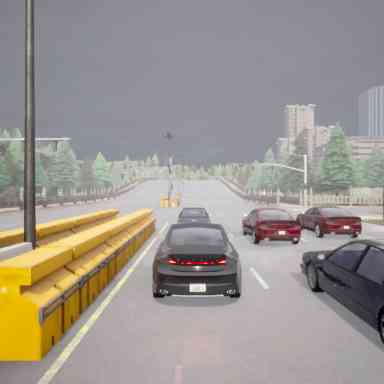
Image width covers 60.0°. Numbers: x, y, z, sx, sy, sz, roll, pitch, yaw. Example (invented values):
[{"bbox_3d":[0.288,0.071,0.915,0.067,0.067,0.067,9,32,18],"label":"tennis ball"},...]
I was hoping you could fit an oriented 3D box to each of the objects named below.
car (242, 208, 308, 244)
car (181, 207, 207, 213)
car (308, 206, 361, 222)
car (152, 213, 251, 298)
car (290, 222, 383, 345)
[{"bbox_3d":[3.593,1.478,15.770,1.882,1.535,5.008,0,0,0],"label":"car"},{"bbox_3d":[0.091,1.547,18.232,2.033,1.411,5.357,0,0,0],"label":"car"},{"bbox_3d":[7.091,1.478,17.758,1.882,1.535,5.008,0,0,0],"label":"car"},{"bbox_3d":[0.099,1.505,8.501,1.837,1.490,4.892,0,0,0],"label":"car"},{"bbox_3d":[3.592,1.547,5.829,2.033,1.411,5.357,0,0,0],"label":"car"}]
